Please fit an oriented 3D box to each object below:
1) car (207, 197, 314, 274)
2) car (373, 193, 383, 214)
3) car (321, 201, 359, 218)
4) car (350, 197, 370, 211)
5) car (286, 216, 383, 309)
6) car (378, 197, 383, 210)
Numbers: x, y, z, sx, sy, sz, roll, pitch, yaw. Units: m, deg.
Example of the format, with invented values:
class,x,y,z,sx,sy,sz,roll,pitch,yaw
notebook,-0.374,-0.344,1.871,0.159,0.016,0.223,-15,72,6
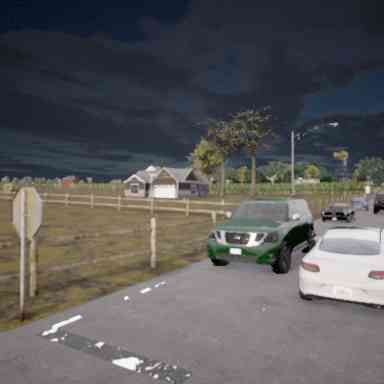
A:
class,x,y,z,sx,sy,sz,roll,pitch,yaw
car,2.581,1.219,11.163,2.150,2.045,5.566,0,0,31
car,19.780,1.152,33.807,2.150,2.045,5.566,0,0,33
car,11.084,1.570,25.093,1.895,1.301,4.718,0,0,31
car,19.725,1.381,39.085,1.812,1.442,4.674,0,0,31
car,3.748,1.510,7.597,1.812,1.442,4.674,0,0,31
car,25.110,1.451,42.633,2.033,1.411,5.357,0,0,31
